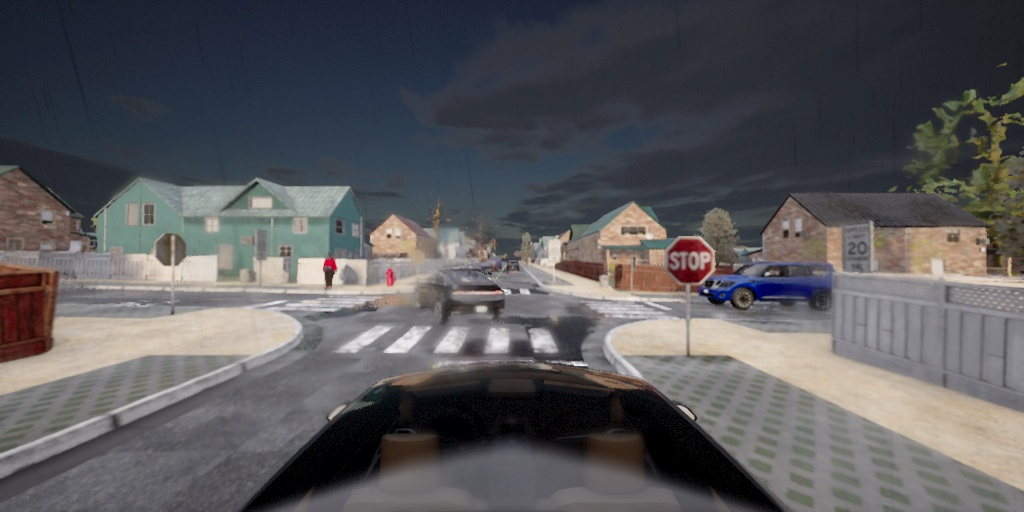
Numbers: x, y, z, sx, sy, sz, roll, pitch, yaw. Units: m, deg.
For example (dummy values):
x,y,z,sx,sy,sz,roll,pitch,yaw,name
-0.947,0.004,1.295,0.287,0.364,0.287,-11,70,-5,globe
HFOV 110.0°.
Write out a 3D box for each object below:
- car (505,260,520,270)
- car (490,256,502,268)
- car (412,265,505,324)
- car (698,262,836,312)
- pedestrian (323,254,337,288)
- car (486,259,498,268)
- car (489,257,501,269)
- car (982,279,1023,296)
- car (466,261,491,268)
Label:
x,y,z,sx,sy,sz,roll,pitch,yaw,name
0.124,1.279,52.285,1.837,1.490,4.892,0,0,0,car
-2.761,1.009,57.493,2.150,2.045,5.566,0,0,1,car
-1.911,1.194,11.802,2.128,1.511,4.902,2,0,-27,car
11.361,1.268,15.909,5.566,2.045,2.150,1,-1,0,car
-9.621,0.759,18.836,0.375,1.860,0.375,0,-2,0,pedestrian
-2.828,1.295,36.481,2.033,1.411,5.357,0,0,0,car
-2.820,1.241,46.891,1.882,1.535,5.008,0,0,0,car
21.483,1.753,15.897,5.008,1.535,1.882,1,-1,0,car
-2.851,1.304,26.098,1.994,1.385,4.181,0,0,-1,car
